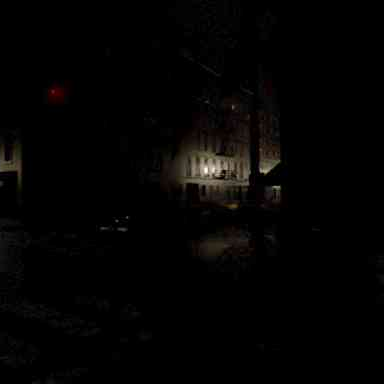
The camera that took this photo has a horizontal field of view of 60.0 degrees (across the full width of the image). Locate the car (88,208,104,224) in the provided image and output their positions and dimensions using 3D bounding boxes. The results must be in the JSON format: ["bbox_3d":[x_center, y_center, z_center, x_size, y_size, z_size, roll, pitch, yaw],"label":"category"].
[{"bbox_3d":[-5.259,1.510,23.435,1.947,1.339,4.313,0,0,35],"label":"car"}]

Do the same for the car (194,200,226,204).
[{"bbox_3d":[1.144,1.485,32.424,1.887,1.381,4.507,0,0,35],"label":"car"}]

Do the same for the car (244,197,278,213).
[{"bbox_3d":[7.893,1.412,37.516,1.882,1.535,5.008,0,0,36],"label":"car"}]

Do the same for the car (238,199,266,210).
[{"bbox_3d":[7.547,1.520,41.414,1.802,1.307,4.206,0,0,35],"label":"car"}]

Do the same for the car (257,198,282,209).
[{"bbox_3d":[10.748,1.522,45.908,1.802,1.307,4.206,0,0,35],"label":"car"}]

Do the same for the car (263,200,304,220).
[{"bbox_3d":[7.781,1.451,27.909,1.752,1.417,4.829,0,0,35],"label":"car"}]

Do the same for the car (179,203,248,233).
[{"bbox_3d":[1.278,1.512,18.780,1.802,1.307,4.206,0,0,35],"label":"car"}]

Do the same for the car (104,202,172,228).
[{"bbox_3d":[-3.193,1.466,21.961,1.812,1.442,4.674,0,0,35],"label":"car"}]

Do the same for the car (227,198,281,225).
[{"bbox_3d":[4.480,1.368,23.276,1.967,1.590,4.097,0,0,35],"label":"car"}]
